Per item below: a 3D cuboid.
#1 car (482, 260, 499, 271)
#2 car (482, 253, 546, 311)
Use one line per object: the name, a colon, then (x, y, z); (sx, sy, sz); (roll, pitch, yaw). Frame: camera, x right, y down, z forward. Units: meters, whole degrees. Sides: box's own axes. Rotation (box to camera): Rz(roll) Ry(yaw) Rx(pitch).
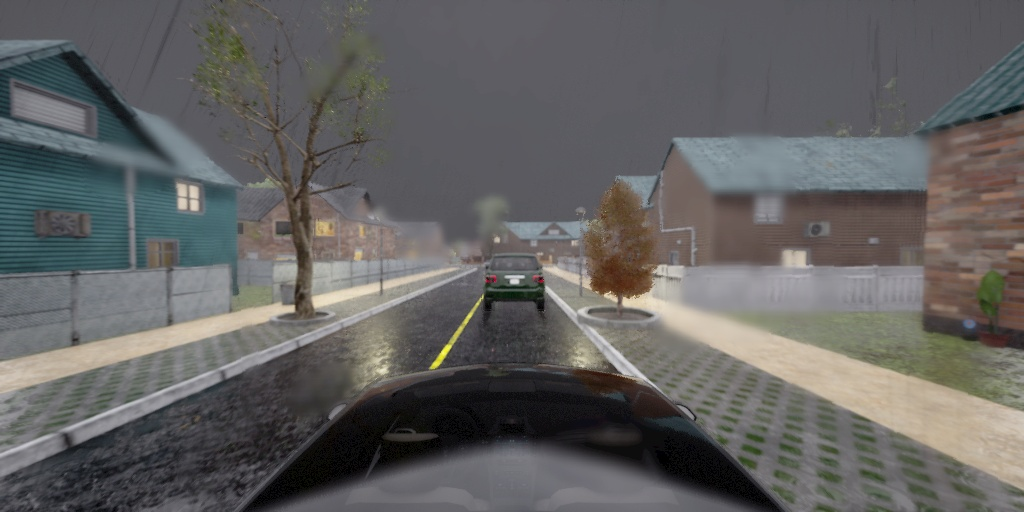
car: (-2.739, 1.150, 46.422); (1.895, 1.301, 4.718); (0, 0, 0)
car: (0.093, 0.902, 14.287); (2.150, 2.045, 5.566); (0, 0, 0)
